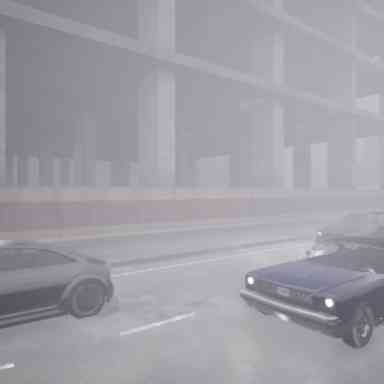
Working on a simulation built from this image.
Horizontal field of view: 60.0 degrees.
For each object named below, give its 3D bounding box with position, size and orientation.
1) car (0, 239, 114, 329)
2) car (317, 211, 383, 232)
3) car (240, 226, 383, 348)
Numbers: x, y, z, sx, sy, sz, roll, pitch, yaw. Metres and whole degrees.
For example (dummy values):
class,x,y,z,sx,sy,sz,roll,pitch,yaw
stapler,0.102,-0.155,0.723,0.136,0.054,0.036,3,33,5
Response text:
class,x,y,z,sx,sy,sz,roll,pitch,yaw
car,-3.523,1.564,5.799,4.181,1.385,1.994,0,0,-37
car,7.486,1.547,14.167,5.357,1.411,2.033,0,0,-37
car,3.142,1.601,6.430,4.718,1.301,1.895,0,0,-37
